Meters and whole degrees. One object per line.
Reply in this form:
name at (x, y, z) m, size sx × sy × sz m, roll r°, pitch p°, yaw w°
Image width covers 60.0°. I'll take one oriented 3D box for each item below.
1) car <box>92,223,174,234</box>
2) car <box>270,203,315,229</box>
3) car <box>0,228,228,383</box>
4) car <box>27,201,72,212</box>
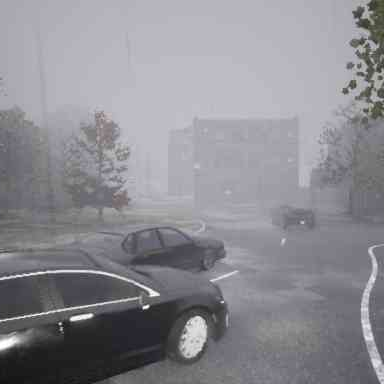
car at (-1.253, 1.546, 8.756) m, size 2.033 × 1.411 × 5.357 m, roll 0°, pitch 0°, yaw 39°
car at (6.390, 1.483, 21.582) m, size 1.837 × 1.490 × 4.892 m, roll 1°, pitch 0°, yaw 0°
car at (-1.710, 1.505, 4.172) m, size 4.892 × 1.490 × 1.837 m, roll 0°, pitch 2°, yaw -36°
car at (-16.566, 1.675, 38.903) m, size 4.718 × 1.301 × 1.895 m, roll 0°, pitch 0°, yaw -2°
